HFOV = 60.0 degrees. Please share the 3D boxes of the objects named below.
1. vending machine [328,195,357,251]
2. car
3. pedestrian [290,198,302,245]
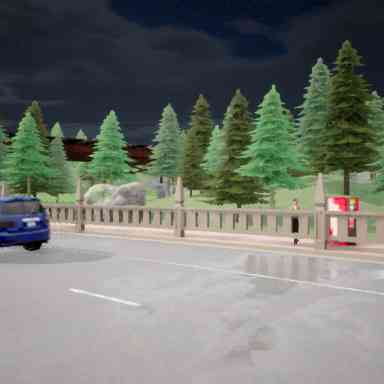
[{"bbox_3d":[6.094,1.195,13.456,0.880,2.100,1.100,0,0,33],"label":"vending machine"},{"bbox_3d":[-7.827,1.217,12.493,5.566,2.045,2.150,-1,0,27],"label":"car"},{"bbox_3d":[4.065,1.142,13.005,0.375,1.860,0.375,0,0,33],"label":"pedestrian"}]
